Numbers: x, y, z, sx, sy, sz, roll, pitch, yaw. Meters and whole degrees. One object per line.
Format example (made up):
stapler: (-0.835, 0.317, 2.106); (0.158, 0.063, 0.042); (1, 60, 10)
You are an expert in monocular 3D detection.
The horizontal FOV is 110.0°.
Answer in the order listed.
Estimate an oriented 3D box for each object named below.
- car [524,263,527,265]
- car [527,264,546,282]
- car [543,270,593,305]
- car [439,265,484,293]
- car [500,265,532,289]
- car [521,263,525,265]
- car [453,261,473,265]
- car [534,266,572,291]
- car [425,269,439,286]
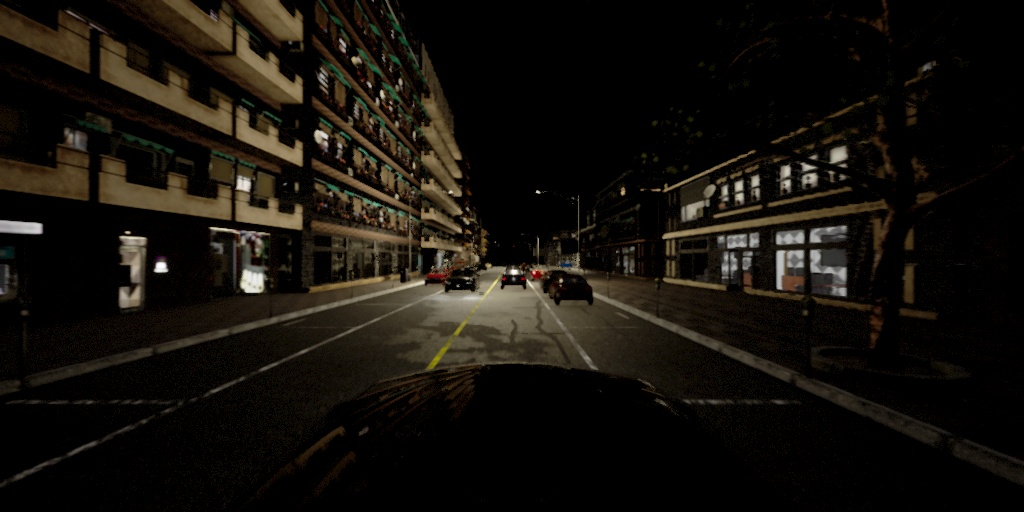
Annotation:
car: (2.706, 1.888, 51.091); (2.007, 1.370, 4.403); (0, 0, 0)
car: (2.700, 1.567, 34.002); (1.967, 1.591, 4.097); (0, 0, 0)
car: (2.695, 1.505, 16.914); (1.802, 1.307, 4.207); (0, 0, 0)
car: (-3.094, 1.499, 22.958); (1.837, 1.490, 4.892); (0, -1, 0)
car: (0.106, 1.580, 26.115); (2.033, 1.411, 5.357); (0, -1, 0)
car: (0.103, 1.759, 40.918); (2.033, 1.411, 5.357); (0, -1, 0)
car: (-5.679, 1.512, 39.705); (2.192, 1.841, 5.009); (0, 0, 0)
car: (2.697, 1.556, 22.610); (1.948, 1.339, 4.313); (0, 0, 0)
car: (-5.683, 1.641, 28.312); (1.802, 1.307, 4.207); (0, 0, 0)
